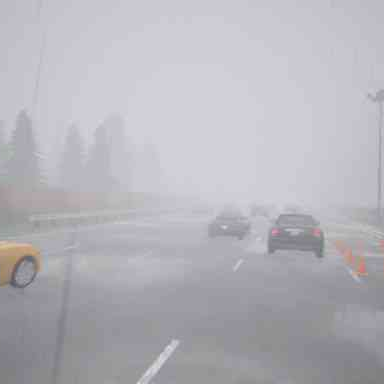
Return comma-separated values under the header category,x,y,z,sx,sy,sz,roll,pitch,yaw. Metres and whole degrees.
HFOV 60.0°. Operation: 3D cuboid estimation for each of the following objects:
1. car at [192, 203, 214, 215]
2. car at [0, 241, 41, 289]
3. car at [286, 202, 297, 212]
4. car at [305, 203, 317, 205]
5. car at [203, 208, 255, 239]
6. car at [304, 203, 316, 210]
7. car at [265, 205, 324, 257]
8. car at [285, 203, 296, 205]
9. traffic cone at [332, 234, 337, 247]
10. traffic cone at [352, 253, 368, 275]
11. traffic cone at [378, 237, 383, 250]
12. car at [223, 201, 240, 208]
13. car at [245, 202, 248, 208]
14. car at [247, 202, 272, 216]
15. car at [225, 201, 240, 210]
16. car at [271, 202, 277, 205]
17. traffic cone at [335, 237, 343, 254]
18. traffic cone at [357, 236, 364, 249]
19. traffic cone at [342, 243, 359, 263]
category,x,y,z,sx,sy,sz,roll,pitch,yaw
car,1.427,2.099,41.030,1.994,1.385,4.181,1,-1,17
car,-5.206,1.428,6.464,1.882,1.535,5.008,1,-1,17
car,17.667,2.637,59.111,1.882,1.535,5.008,1,0,17
car,20.639,2.732,56.864,1.812,1.442,4.674,1,-1,17
car,2.274,1.856,19.338,1.994,1.385,4.181,1,-1,17
car,23.508,2.822,66.517,1.895,1.301,4.718,1,-1,16
car,4.561,1.647,14.743,2.097,1.767,4.553,1,-1,17
car,11.054,2.224,36.574,1.837,1.490,4.892,1,-1,17
traffic cone,6.898,2.322,15.933,0.340,0.580,0.340,1,-1,17
traffic cone,5.187,2.210,10.183,0.340,0.580,0.340,1,-1,17
traffic cone,8.814,2.363,15.362,0.340,0.580,0.340,1,-1,17
car,4.682,2.164,39.698,1.994,1.385,4.181,1,-1,17
car,10.999,2.525,61.239,1.837,1.490,4.892,1,0,17
car,7.722,2.154,37.642,1.837,1.490,4.892,1,-1,17
car,7.581,2.450,62.018,1.837,1.490,4.892,1,0,17
car,14.277,2.611,59.999,1.812,1.442,4.674,1,-1,17
traffic cone,6.328,2.285,14.017,0.340,0.580,0.340,1,-1,17
traffic cone,7.856,2.343,15.648,0.340,0.580,0.340,1,-1,17
traffic cone,5.757,2.248,12.100,0.340,0.580,0.340,1,-1,17
